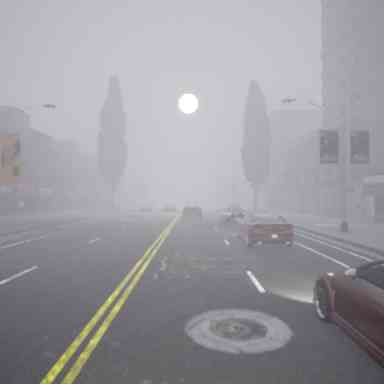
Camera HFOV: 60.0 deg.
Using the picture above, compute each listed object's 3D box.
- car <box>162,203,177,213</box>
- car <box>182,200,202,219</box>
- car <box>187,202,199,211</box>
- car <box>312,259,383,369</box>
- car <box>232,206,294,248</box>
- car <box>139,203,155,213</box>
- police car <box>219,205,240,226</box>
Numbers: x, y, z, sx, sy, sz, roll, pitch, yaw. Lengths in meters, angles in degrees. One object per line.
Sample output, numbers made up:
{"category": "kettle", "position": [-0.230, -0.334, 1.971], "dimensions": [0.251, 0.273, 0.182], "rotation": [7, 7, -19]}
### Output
{"category": "car", "position": [-3.179, 2.313, 47.632], "dimensions": [1.994, 1.385, 4.181], "rotation": [0, -1, 0]}
{"category": "car", "position": [0.036, 1.943, 34.520], "dimensions": [1.882, 1.535, 5.008], "rotation": [0, -1, 0]}
{"category": "car", "position": [0.196, 2.527, 57.321], "dimensions": [2.033, 1.411, 5.357], "rotation": [0, -1, 0]}
{"category": "car", "position": [3.259, 1.598, 4.647], "dimensions": [1.994, 1.385, 4.181], "rotation": [0, 0, 0]}
{"category": "car", "position": [3.277, 1.627, 15.651], "dimensions": [1.882, 1.535, 5.008], "rotation": [0, -1, 0]}
{"category": "car", "position": [-6.423, 2.306, 48.133], "dimensions": [2.033, 1.411, 5.357], "rotation": [0, -1, 0]}
{"category": "police car", "position": [3.296, 1.822, 26.654], "dimensions": [2.038, 1.542, 4.974], "rotation": [0, -1, 0]}
